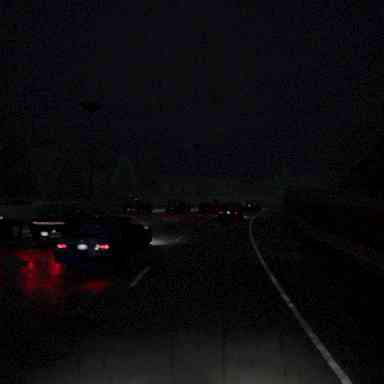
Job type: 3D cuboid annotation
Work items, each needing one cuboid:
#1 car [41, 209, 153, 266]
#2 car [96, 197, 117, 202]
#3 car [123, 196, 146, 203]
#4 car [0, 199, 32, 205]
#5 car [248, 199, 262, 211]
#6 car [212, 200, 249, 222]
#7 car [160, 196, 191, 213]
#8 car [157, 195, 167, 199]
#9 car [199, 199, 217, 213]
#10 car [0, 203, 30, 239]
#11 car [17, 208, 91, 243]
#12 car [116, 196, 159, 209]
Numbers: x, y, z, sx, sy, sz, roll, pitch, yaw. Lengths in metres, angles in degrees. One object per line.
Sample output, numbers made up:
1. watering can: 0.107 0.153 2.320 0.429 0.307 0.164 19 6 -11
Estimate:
1. car: -2.757 1.552 11.578 2.033 1.411 5.357 0 0 5
2. car: -16.907 1.629 66.209 1.895 1.301 4.718 0 0 25
3. car: -11.857 1.550 68.673 2.033 1.411 5.357 0 0 25
4. car: -17.383 1.496 31.787 1.837 1.490 4.892 0 0 13
5. car: 7.638 1.621 42.346 1.994 1.385 4.181 0 0 19
6. car: 3.234 1.581 27.045 2.033 1.411 5.357 0 0 12
7. car: -1.463 1.523 36.858 2.128 1.511 4.902 0 0 16
8. car: -6.596 1.300 71.325 1.882 1.535 5.008 0 0 27
9. car: 2.145 1.517 36.761 1.882 1.535 5.008 0 0 16
10. car: -9.460 1.470 14.260 1.882 1.535 5.008 0 0 6
11. car: -5.741 1.494 15.992 2.128 1.511 4.902 0 0 7
12. car: -5.616 1.512 34.946 2.128 1.511 4.902 0 0 14
